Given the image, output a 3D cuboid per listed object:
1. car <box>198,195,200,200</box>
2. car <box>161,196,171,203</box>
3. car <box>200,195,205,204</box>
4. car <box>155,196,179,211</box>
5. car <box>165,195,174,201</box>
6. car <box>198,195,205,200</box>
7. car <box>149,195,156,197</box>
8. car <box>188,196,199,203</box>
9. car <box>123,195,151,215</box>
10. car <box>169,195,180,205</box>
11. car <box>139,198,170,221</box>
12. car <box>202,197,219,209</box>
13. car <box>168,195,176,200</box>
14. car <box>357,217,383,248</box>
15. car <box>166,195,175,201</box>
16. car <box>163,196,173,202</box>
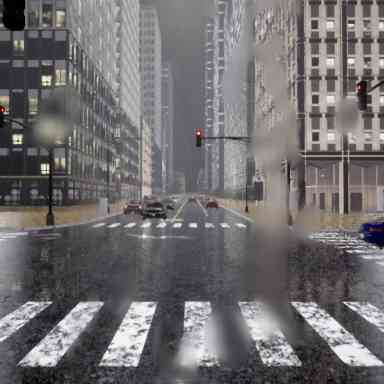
[{"bbox_3d":[2.681,1.590,61.722,1.947,1.339,4.313,1,0,0],"label":"car"},{"bbox_3d":[-5.703,1.573,72.800,1.887,1.381,4.507,1,0,0],"label":"car"},{"bbox_3d":[2.684,1.547,56.315,1.752,1.417,4.829,1,0,0],"label":"car"},{"bbox_3d":[-3.114,1.564,41.700,2.033,1.411,5.357,0,0,0],"label":"car"},{"bbox_3d":[-5.708,1.578,83.950,1.887,1.381,4.507,1,0,0],"label":"car"},{"bbox_3d":[2.668,1.584,95.185,1.887,1.381,4.507,1,0,0],"label":"car"},{"bbox_3d":[-5.688,1.332,44.924,2.192,1.841,5.009,1,0,0],"label":"car"},{"bbox_3d":[0.057,1.574,70.490,2.033,1.411,5.357,0,0,0],"label":"car"},{"bbox_3d":[-5.686,1.453,33.774,1.967,1.590,4.097,1,0,0],"label":"car"},{"bbox_3d":[-3.084,1.548,57.902,1.812,1.442,4.674,0,0,0],"label":"car"},{"bbox_3d":[-3.027,1.515,27.620,1.837,1.490,4.892,0,0,-2],"label":"car"},{"bbox_3d":[2.686,1.599,44.989,1.802,1.307,4.206,1,0,0],"label":"car"},{"bbox_3d":[-5.713,1.605,95.101,1.947,1.339,4.313,1,0,0],"label":"car"},{"bbox_3d":[8.835,1.519,12.627,4.674,1.442,1.812,0,-1,5],"label":"car"},{"bbox_3d":[-5.710,1.587,89.526,2.008,1.369,4.403,1,0,0],"label":"car"},{"bbox_3d":[-5.705,1.582,78.375,2.008,1.369,4.403,1,0,0],"label":"car"}]
